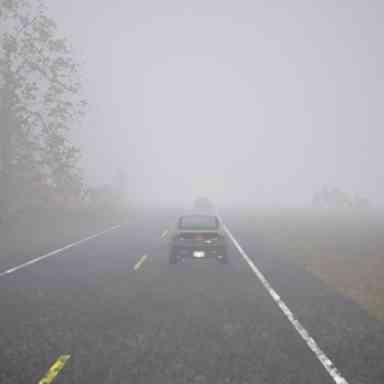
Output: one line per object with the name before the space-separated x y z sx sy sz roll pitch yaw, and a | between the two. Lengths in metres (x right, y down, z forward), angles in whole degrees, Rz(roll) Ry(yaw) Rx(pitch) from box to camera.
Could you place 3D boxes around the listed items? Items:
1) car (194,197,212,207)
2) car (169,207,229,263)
car | 1.327 1.377 39.757 2.097 1.767 4.553 0 0 3
car | 0.240 1.509 11.936 1.837 1.490 4.892 0 0 1
